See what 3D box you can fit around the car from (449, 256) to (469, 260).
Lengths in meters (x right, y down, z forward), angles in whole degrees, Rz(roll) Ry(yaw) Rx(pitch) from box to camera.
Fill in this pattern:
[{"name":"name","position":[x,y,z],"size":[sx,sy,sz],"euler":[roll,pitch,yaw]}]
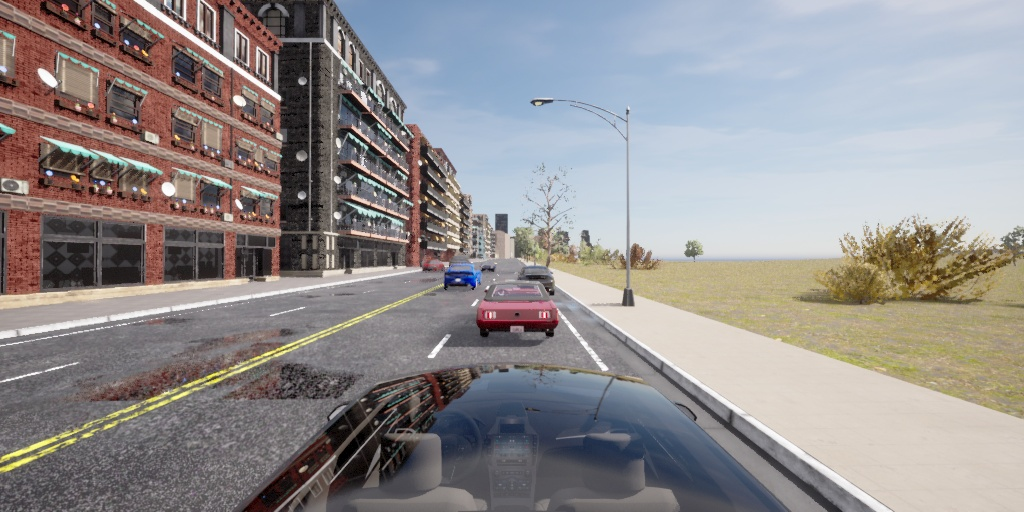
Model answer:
[{"name":"car","position":[-6.418,0.973,44.130],"size":[2.150,2.045,5.566],"euler":[0,0,0]}]

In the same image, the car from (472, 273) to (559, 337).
[{"name":"car","position":[0.135,1.352,10.246],"size":[1.895,1.301,4.718],"euler":[0,0,0]}]

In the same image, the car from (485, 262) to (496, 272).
[{"name":"car","position":[-2.962,1.352,44.981],"size":[1.895,1.301,4.718],"euler":[0,0,0]}]

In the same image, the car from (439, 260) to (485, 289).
[{"name":"car","position":[-3.060,1.230,22.888],"size":[1.882,1.535,5.008],"euler":[0,0,0]}]

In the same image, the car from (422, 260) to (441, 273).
[{"name":"car","position":[-9.666,1.229,44.112],"size":[1.882,1.535,5.008],"euler":[0,0,0]}]

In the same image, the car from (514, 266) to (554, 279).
[{"name":"car","position":[1.213,1.257,19.446],"size":[1.837,1.490,4.892],"euler":[0,0,0]}]
